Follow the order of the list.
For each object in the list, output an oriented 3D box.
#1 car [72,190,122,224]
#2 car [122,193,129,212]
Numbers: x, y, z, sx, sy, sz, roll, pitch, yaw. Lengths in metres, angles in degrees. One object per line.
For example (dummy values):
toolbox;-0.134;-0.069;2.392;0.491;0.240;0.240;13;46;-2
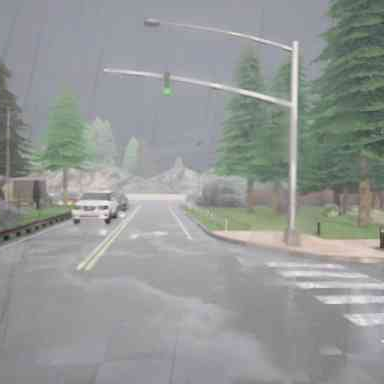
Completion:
car;-6.179;0.883;21.872;2.150;2.045;5.566;1;1;-6
car;-7.209;0.896;31.774;2.097;1.767;4.553;1;1;-6
